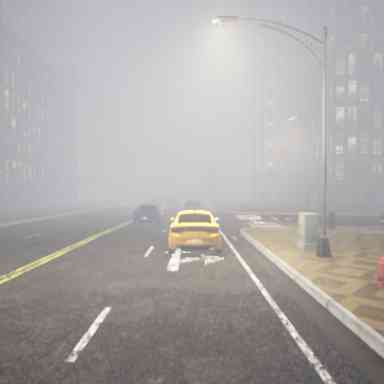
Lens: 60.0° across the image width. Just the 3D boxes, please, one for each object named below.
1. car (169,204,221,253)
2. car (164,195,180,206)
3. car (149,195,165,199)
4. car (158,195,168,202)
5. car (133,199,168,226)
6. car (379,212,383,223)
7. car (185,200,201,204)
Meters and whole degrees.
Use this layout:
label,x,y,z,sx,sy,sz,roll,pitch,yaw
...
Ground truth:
label,x,y,z,sx,sy,sz,roll,pitch,yaw
car,0.103,1.478,13.668,1.882,1.535,5.008,0,0,0
car,-3.129,1.479,56.650,1.882,1.535,5.008,0,0,0
car,-6.512,1.354,59.390,2.097,1.767,4.553,0,0,1
car,-6.472,1.477,75.152,1.882,1.535,5.008,0,0,0
car,-3.130,1.567,24.627,1.882,1.535,5.008,1,1,0
car,15.930,1.825,24.019,4.403,1.369,2.008,1,0,-1
car,0.119,1.556,38.465,1.994,1.385,4.181,0,0,0
